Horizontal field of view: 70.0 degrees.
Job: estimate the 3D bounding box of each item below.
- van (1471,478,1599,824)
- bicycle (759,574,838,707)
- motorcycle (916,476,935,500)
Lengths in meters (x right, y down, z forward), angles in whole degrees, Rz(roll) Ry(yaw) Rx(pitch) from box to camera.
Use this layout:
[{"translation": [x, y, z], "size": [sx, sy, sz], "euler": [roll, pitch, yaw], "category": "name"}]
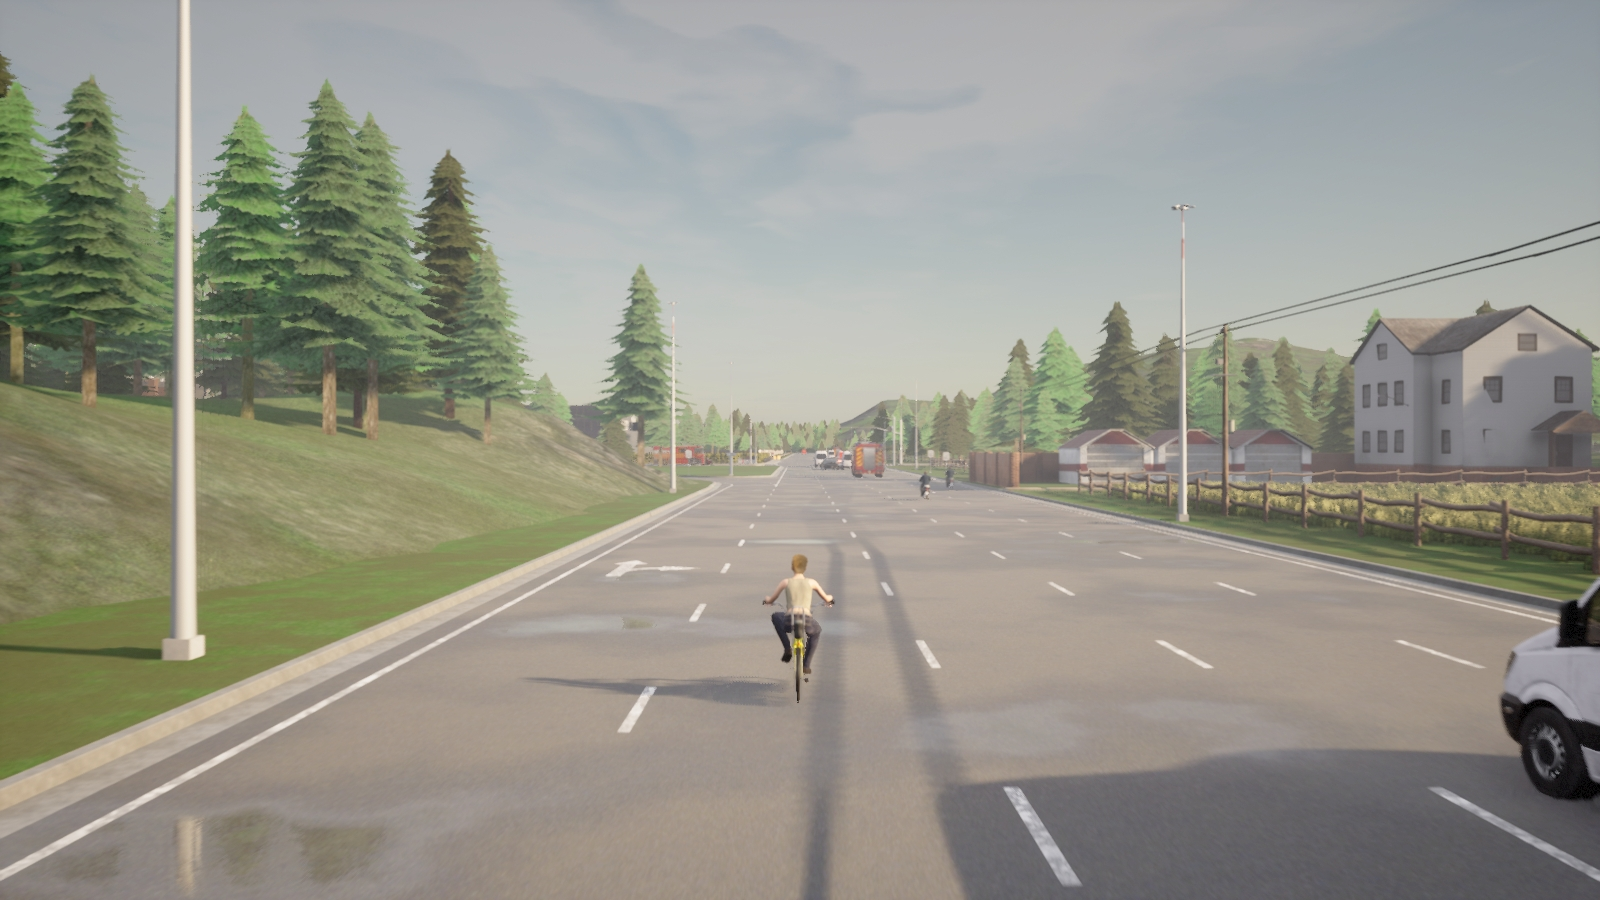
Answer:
[{"translation": [7.004, 1.529, 7.277], "size": [1.988, 2.561, 5.915], "euler": [0, 0, 0], "category": "van"}, {"translation": [-0.015, 2.149, 13.152], "size": [0.859, 1.276, 1.487], "euler": [0, 0, 0], "category": "bicycle"}, {"translation": [6.963, 2.101, 63.412], "size": [0.856, 1.316, 1.805], "euler": [0, 0, 0], "category": "motorcycle"}]
